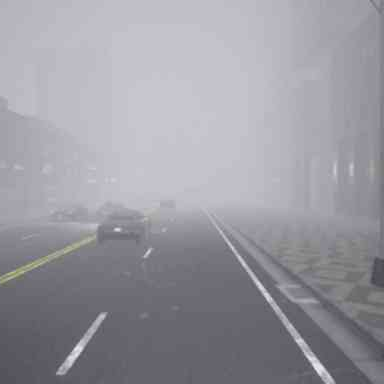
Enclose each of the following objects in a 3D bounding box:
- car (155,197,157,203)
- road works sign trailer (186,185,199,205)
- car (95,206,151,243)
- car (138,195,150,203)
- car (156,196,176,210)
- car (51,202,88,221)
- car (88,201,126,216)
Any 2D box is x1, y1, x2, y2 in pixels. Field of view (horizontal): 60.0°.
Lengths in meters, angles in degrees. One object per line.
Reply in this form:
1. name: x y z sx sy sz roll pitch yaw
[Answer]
1. car: -6.496 1.513 67.700 2.128 1.511 4.902 0 0 0
2. road works sign trailer: 0.019 0.483 61.317 2.380 3.560 2.880 0 0 0
3. car: -3.147 1.567 16.075 1.994 1.385 4.181 0 0 0
4. car: -9.746 1.490 67.696 1.837 1.490 4.892 0 0 0
5. car: -3.147 1.489 43.693 1.882 1.535 5.008 0 0 0
6. car: -9.843 1.531 27.192 1.812 1.442 4.674 0 0 0
7. car: -6.592 1.498 27.627 2.128 1.511 4.902 0 0 0
